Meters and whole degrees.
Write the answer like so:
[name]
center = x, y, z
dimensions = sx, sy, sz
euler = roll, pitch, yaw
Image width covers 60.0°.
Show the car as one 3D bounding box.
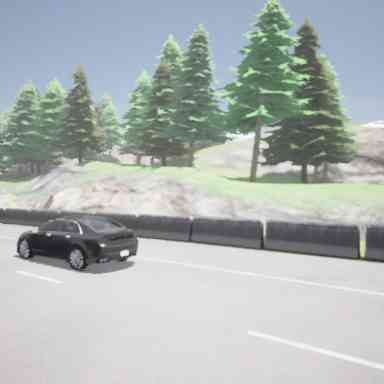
[car]
center = -3.934, 1.549, 11.099
dimensions = 4.892, 1.490, 1.837
euler = 0, 0, 36
